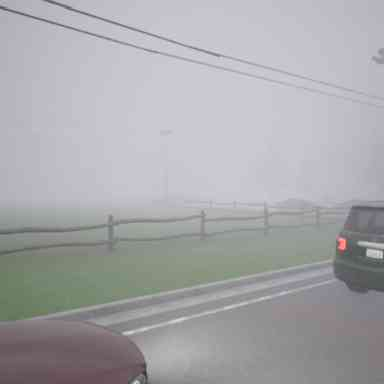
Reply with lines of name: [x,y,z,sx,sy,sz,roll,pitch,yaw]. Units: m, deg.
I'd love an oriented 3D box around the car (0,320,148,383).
car: [-2.503,1.527,2.038,4.674,1.442,1.812,0,0,-34]

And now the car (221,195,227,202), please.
car: [5.770,1.463,72.230,1.812,1.442,4.674,0,0,-34]

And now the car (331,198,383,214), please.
car: [17.445,1.459,35.382,1.837,1.490,4.892,0,0,-30]

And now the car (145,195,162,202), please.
car: [-8.643,1.455,74.864,1.994,1.385,4.181,0,0,-34]

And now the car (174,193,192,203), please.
car: [-2.851,1.175,66.233,2.150,2.045,5.566,0,0,-34]

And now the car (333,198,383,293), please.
car: [5.543,1.210,7.538,5.566,2.045,2.150,0,0,-34]

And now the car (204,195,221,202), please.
car: [3.045,1.484,70.010,2.033,1.411,5.357,0,0,-34]

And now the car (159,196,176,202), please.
car: [-5.753,1.490,76.839,1.895,1.301,4.718,0,0,-34]

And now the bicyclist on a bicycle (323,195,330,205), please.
bicyclist on a bicycle: [22.326,1.236,55.130,0.582,1.620,1.656,0,0,43]

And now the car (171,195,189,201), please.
car: [-2.829,1.387,78.763,1.837,1.490,4.892,0,0,-34]

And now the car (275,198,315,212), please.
car: [11.677,1.463,38.183,1.837,1.490,4.892,0,0,-32]

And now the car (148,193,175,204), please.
car: [-5.908,1.450,64.507,2.128,1.511,4.902,0,0,-34]

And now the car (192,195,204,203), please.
car: [-0.057,1.475,68.351,1.812,1.442,4.674,0,0,-34]

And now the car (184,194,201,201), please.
car: [0.077,1.360,80.714,1.882,1.535,5.008,0,0,-34]

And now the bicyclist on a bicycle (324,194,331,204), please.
bicyclist on a bicycle: [22.461,1.237,54.582,1.656,1.620,0.582,0,0,-44]
